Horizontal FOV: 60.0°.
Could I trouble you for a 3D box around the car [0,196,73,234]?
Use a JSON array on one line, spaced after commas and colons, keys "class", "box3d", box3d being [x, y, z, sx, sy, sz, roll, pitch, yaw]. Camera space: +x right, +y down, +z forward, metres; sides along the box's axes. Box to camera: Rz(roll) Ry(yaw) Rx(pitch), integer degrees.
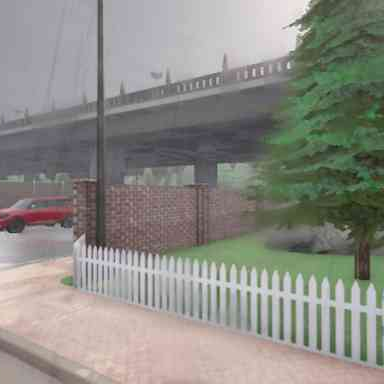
[{"class": "car", "box3d": [-9.593, 1.324, 20.491, 2.150, 2.045, 5.566, 0, 0, 35]}]
